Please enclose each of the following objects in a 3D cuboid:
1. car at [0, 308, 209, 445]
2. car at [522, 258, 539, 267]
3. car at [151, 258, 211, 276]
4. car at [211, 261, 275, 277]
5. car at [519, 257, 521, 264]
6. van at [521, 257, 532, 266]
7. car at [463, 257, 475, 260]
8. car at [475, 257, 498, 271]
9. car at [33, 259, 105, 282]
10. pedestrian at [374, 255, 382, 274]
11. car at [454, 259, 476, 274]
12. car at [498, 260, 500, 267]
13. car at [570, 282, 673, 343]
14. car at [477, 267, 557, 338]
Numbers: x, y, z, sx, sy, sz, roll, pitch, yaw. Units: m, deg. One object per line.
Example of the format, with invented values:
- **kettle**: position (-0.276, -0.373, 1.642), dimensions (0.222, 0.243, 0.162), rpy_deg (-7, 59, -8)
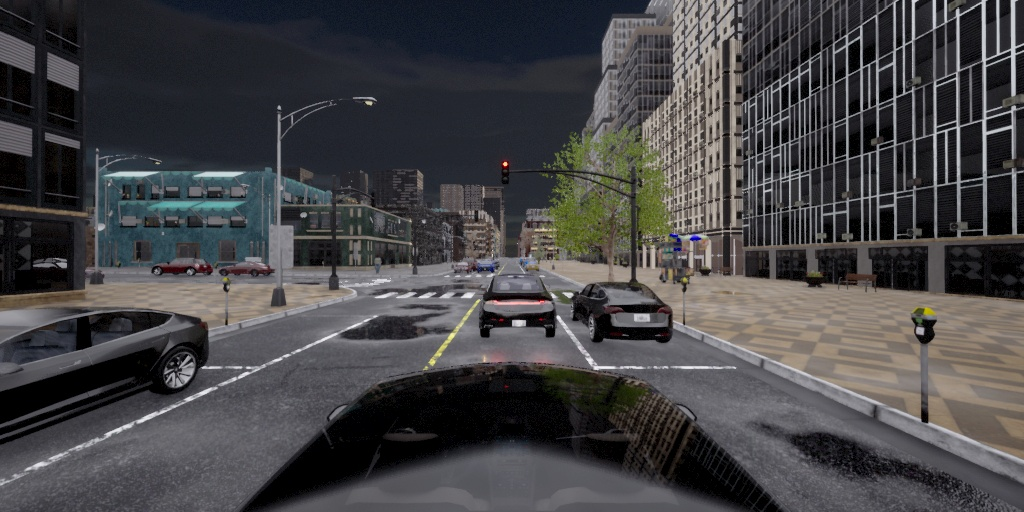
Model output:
- **car**: position (-5.689, 1.316, 3.972), dimensions (1.948, 1.339, 4.313), rpy_deg (0, 0, 0)
- **car**: position (2.688, 1.278, 47.711), dimensions (1.751, 1.417, 4.829), rpy_deg (0, 0, 0)
- **car**: position (-28.370, 0.879, 30.822), dimensions (4.097, 1.591, 1.967), rpy_deg (0, 0, -1)
- **car**: position (-22.823, 1.090, 30.900), dimensions (4.207, 1.307, 1.802), rpy_deg (0, 0, -1)
- **car**: position (2.687, 1.305, 64.194), dimensions (2.007, 1.370, 4.403), rpy_deg (0, 0, 0)
- **van**: position (2.688, 1.094, 53.093), dimensions (1.690, 1.789, 3.998), rpy_deg (0, 0, 0)
- **car**: position (-5.692, 1.068, 47.538), dimensions (2.192, 1.841, 5.009), rpy_deg (0, 0, 0)
- **car**: position (-3.103, 1.230, 43.661), dimensions (1.882, 1.535, 5.008), rpy_deg (0, 0, 0)
- **car**: position (-28.251, 0.980, 22.442), dimensions (4.207, 1.307, 1.802), rpy_deg (0, 0, -1)
- **pedestrian**: position (-12.751, 0.789, 33.992), dimensions (0.375, 1.860, 0.375), rpy_deg (0, -1, -1)
- **car**: position (-5.692, 1.334, 41.987), dimensions (1.802, 1.307, 4.207), rpy_deg (0, 0, 0)
- **car**: position (-3.082, 1.318, 53.512), dimensions (1.994, 1.385, 4.181), rpy_deg (0, 0, 1)
- **car**: position (2.691, 1.316, 9.512), dimensions (1.948, 1.339, 4.313), rpy_deg (0, 0, 0)
- **car**: position (0.110, 1.242, 10.182), dimensions (2.128, 1.511, 4.902), rpy_deg (0, 0, -1)
